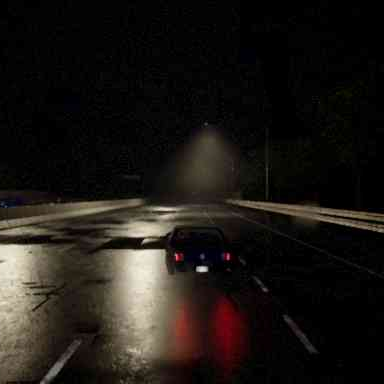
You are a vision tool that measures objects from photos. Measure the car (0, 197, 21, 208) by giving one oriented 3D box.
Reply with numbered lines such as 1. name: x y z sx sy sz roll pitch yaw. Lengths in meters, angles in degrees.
1. car: -28.291 1.721 51.460 2.150 2.045 5.566 0 -1 0

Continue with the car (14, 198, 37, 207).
1. car: -24.792 2.048 51.577 2.033 1.411 5.357 0 -1 0

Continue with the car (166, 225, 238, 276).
1. car: 0.139 1.699 10.689 1.895 1.301 4.718 0 -1 -3

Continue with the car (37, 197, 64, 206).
1. car: -21.300 1.722 51.522 2.150 2.045 5.566 0 -1 0

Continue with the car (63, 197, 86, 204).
1. car: -17.800 1.856 51.823 2.097 1.767 4.553 0 -1 0
